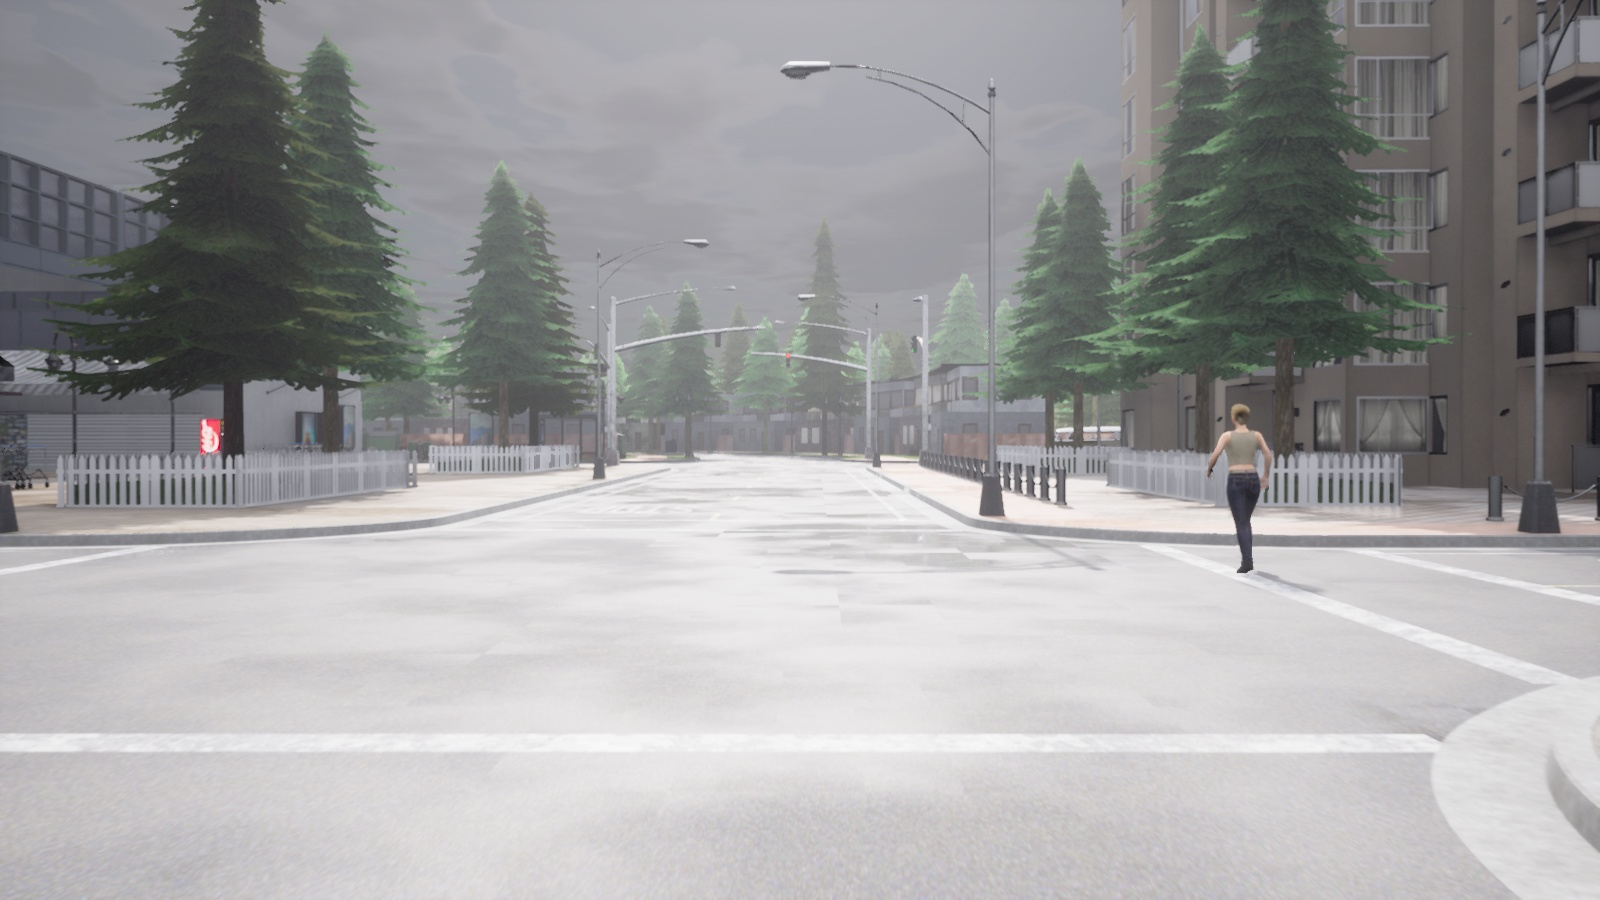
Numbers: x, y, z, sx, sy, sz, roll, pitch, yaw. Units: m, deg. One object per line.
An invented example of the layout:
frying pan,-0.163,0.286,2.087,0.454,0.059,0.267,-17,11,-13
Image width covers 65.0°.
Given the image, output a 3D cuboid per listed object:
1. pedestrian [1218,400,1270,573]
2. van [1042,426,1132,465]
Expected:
pedestrian,4.800,0.386,13.596,0.345,1.836,0.594,0,1,1
van,15.605,-0.232,68.440,4.480,2.038,2.069,-1,1,2
